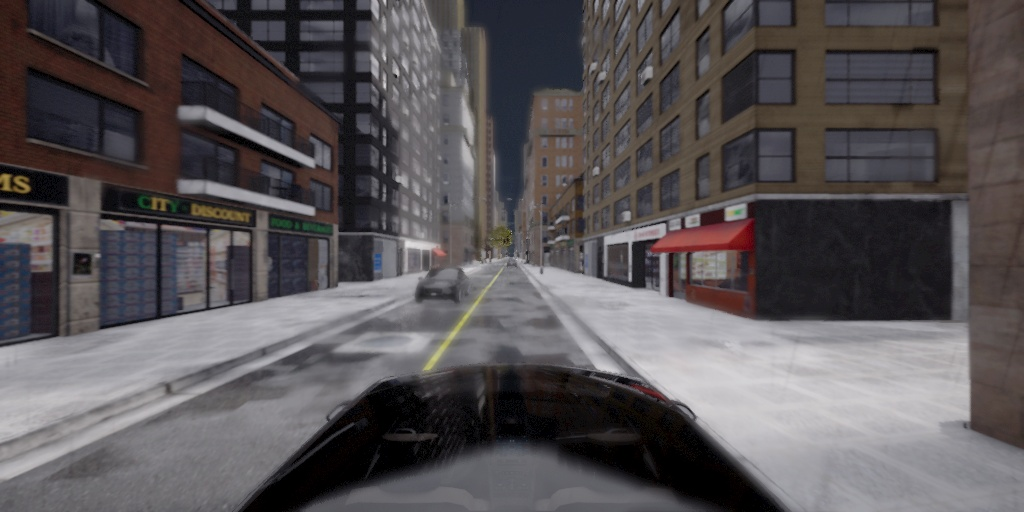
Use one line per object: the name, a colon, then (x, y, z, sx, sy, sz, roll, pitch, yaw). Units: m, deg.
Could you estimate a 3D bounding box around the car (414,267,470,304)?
car: (-3.053, 1.262, 16.491, 1.837, 1.490, 4.892, 0, 0, 1)
